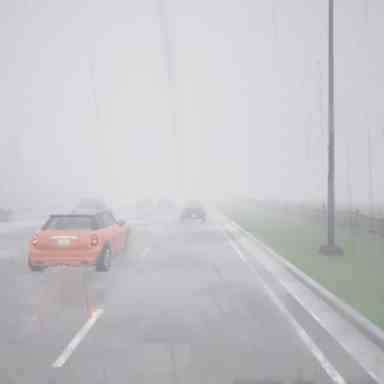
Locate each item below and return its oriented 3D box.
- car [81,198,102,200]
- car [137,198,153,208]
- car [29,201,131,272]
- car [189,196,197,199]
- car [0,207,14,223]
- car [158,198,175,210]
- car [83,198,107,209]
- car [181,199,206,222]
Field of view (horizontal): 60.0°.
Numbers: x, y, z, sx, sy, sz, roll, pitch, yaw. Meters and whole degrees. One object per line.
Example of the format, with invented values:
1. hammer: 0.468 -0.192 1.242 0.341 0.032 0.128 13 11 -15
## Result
1. car: -10.385 1.367 34.501 2.097 1.767 4.553 0 0 0
2. car: -6.878 1.568 48.714 2.033 1.411 5.357 0 0 0
3. car: -3.395 1.357 10.954 2.097 1.767 4.553 0 0 0
4. car: 0.125 1.478 52.288 1.801 1.575 5.366 0 0 0
5. car: -13.891 1.489 22.278 1.882 1.535 5.008 0 0 0
6. car: -3.381 1.523 43.203 1.837 1.490 4.892 0 0 0
7. car: -13.877 1.569 47.930 2.033 1.411 5.357 0 0 0
8. car: 0.113 1.536 26.095 1.812 1.442 4.674 0 0 0
